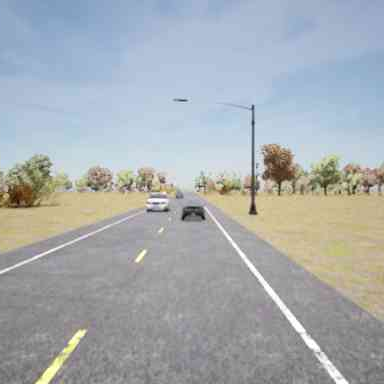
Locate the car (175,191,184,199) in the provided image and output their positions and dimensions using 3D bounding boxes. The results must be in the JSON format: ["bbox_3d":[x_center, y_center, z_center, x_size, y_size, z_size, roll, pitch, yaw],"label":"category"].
[{"bbox_3d":[-3.471,0.809,93.198,2.150,2.045,5.566,0,0,0],"label":"car"}]

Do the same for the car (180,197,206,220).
[{"bbox_3d":[0.108,1.386,27.119,1.837,1.490,4.892,0,0,0],"label":"car"}]

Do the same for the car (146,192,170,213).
[{"bbox_3d":[-3.582,1.064,35.591,2.150,2.045,5.566,0,0,0],"label":"car"}]
